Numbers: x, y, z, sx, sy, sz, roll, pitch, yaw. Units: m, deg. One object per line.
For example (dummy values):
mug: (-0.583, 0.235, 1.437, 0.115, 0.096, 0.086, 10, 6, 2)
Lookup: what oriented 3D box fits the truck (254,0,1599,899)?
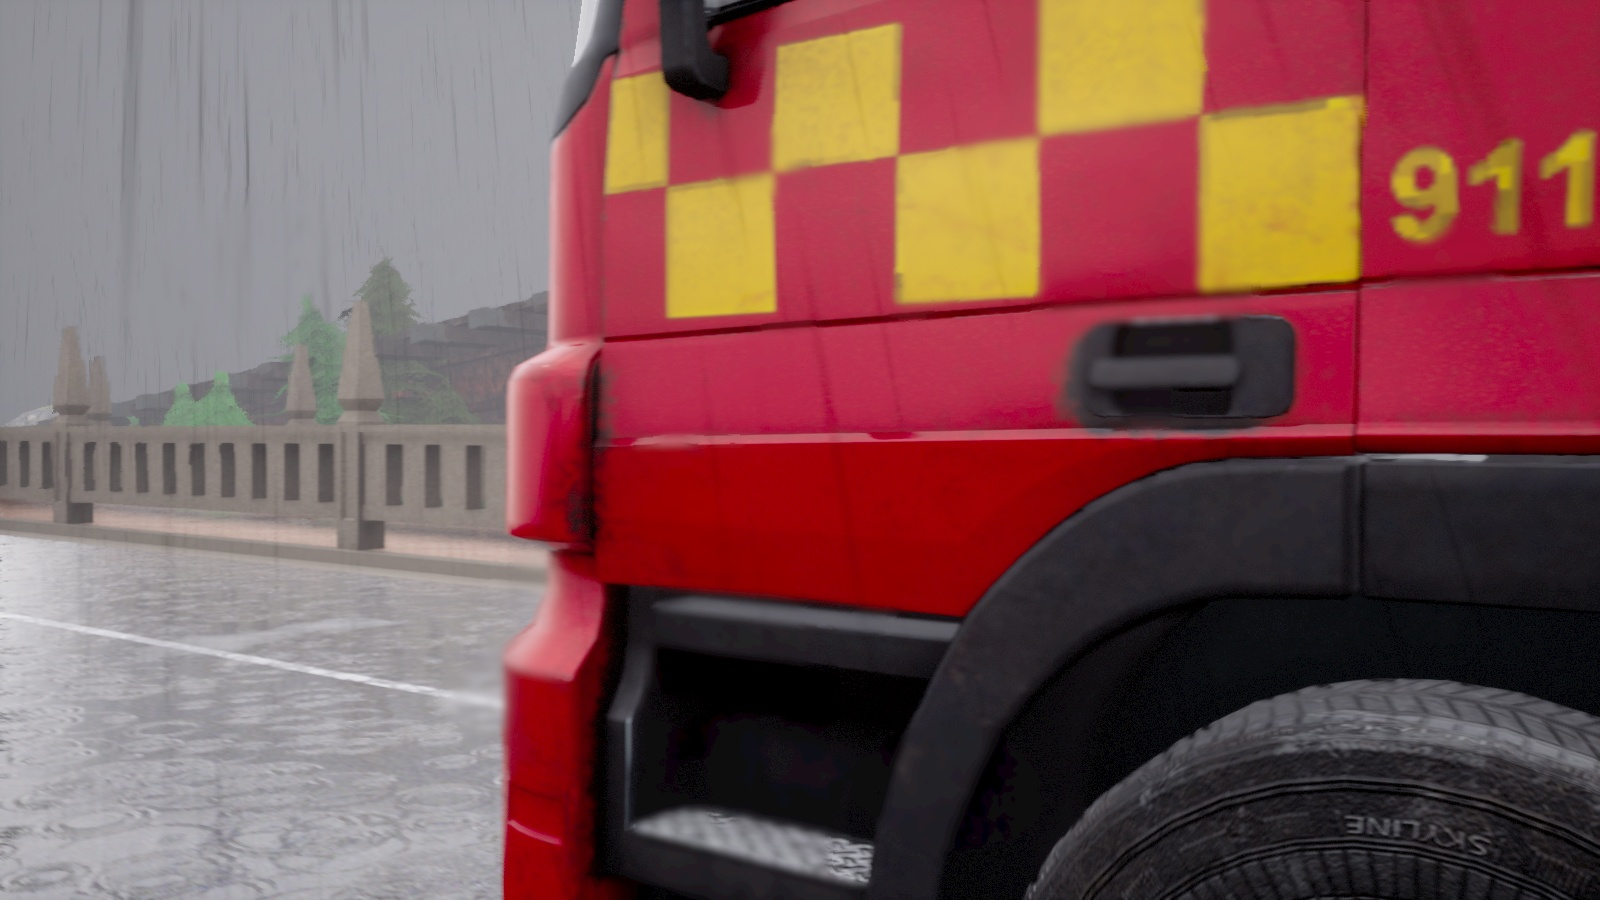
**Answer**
truck: (3.196, -0.470, 1.477, 8.468, 3.827, 2.891, 0, 1, 34)
